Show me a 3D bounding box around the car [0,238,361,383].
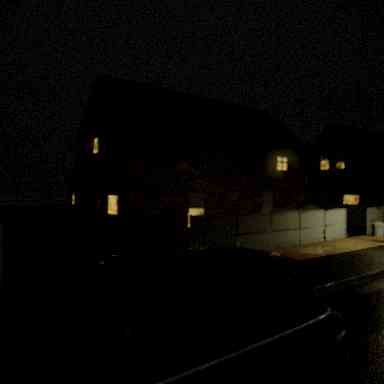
[{"bbox_3d":[-0.720,1.353,2.556,4.553,1.767,2.097,0,0,-35],"label":"car"}]
